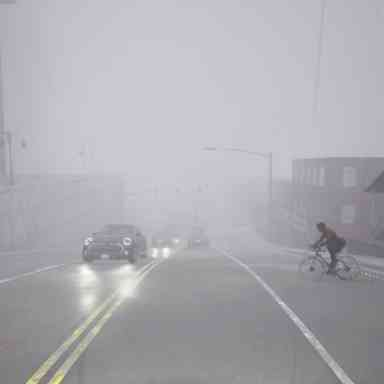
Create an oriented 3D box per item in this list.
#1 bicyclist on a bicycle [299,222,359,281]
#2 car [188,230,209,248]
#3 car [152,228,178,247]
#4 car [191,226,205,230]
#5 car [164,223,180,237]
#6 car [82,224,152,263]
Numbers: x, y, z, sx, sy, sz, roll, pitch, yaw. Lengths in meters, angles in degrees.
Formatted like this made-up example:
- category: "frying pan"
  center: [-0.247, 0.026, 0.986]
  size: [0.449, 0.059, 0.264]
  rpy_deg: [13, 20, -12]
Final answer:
- category: "bicyclist on a bicycle"
  center: [3.796, 1.673, 9.260]
  size: [1.656, 1.620, 0.582]
  rpy_deg: [-2, -4, 2]
- category: "car"
  center: [0.637, 4.680, 32.238]
  size: [1.994, 1.385, 4.181]
  rpy_deg: [0, -6, 1]
- category: "car"
  center: [-2.985, 4.755, 33.766]
  size: [2.128, 1.511, 4.902]
  rpy_deg: [0, -5, 2]
- category: "car"
  center: [0.861, 5.352, 45.430]
  size: [2.033, 1.411, 5.357]
  rpy_deg: [0, 0, 1]
- category: "car"
  center: [-2.755, 5.158, 45.688]
  size: [2.097, 1.767, 4.553]
  rpy_deg: [0, 0, 1]
- category: "car"
  center: [-3.359, 2.238, 15.293]
  size: [2.097, 1.767, 4.553]
  rpy_deg: [0, -8, 1]
